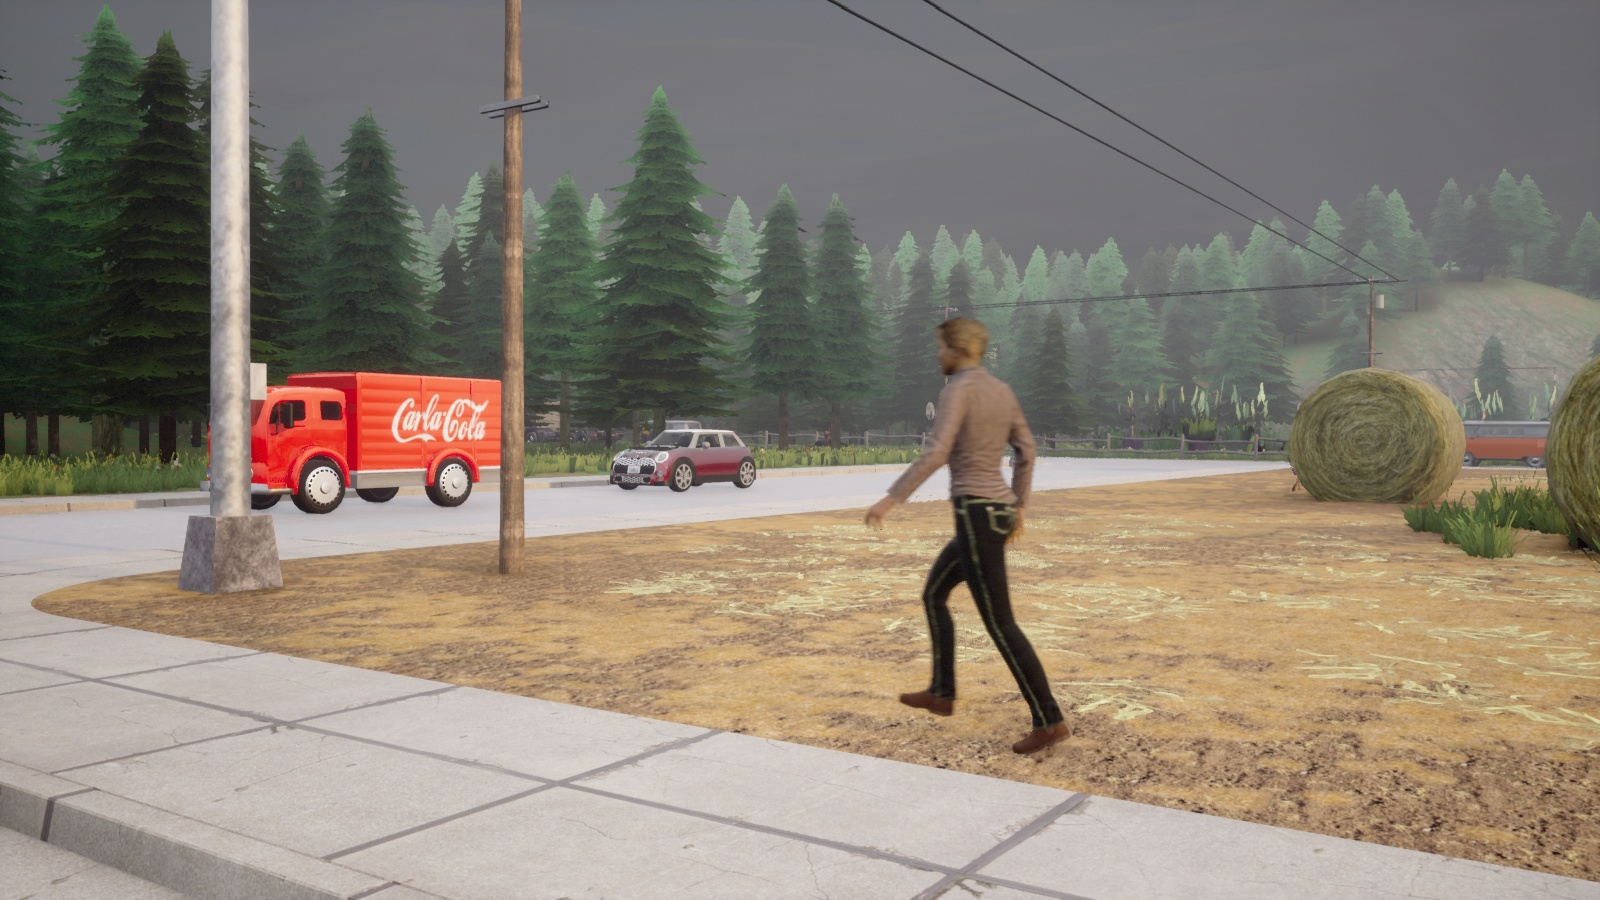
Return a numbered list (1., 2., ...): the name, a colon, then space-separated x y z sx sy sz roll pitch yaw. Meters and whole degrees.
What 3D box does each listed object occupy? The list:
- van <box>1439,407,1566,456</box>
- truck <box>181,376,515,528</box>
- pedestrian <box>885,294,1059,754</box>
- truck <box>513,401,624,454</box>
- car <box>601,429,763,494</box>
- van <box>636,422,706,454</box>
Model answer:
1. van: 29.581 -0.776 52.934 4.442 1.987 1.775 0 1 37
2. truck: -8.143 -0.019 23.156 2.627 2.467 5.204 0 1 35
3. pedestrian: 0.730 0.296 5.346 0.634 1.846 0.331 0 1 34
4. truck: -16.091 -1.525 87.022 7.936 3.462 2.891 0 1 36
5. car: -2.830 0.238 30.845 1.970 1.475 3.806 0 1 35
6. van: -8.396 -0.790 81.489 4.442 1.987 1.775 0 1 36
